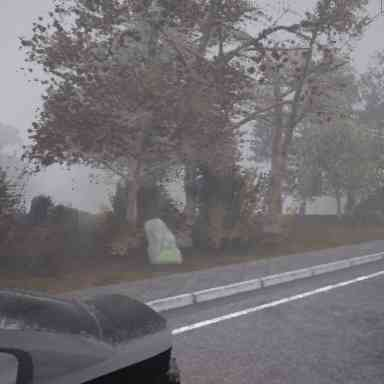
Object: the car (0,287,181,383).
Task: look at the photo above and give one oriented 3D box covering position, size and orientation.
[{"bbox_3d":[-2.427,1.475,1.952,5.008,1.535,1.882,0,0,-35],"label":"car"}]
